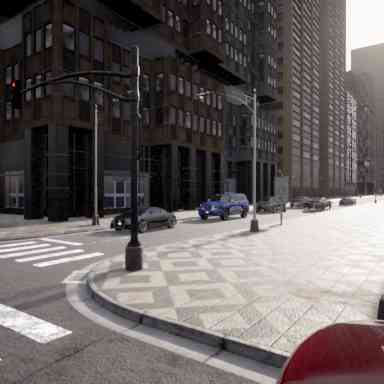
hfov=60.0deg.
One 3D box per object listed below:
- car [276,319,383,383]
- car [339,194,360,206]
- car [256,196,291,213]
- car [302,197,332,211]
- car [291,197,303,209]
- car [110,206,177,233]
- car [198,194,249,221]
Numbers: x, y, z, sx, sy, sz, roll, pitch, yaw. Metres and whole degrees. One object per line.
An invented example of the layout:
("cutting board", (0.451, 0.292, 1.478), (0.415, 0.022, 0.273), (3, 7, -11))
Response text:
("car", (2.680, 1.315, 1.049), (5.009, 1.841, 2.192), (0, 0, 35))
("car", (25.009, 1.430, 53.295), (1.994, 1.385, 4.181), (0, 0, 35))
("car", (8.370, 1.270, 35.269), (2.097, 1.767, 4.553), (0, 0, 35))
("car", (15.105, 1.400, 39.273), (2.128, 1.511, 4.902), (0, 0, 35))
("car", (14.352, 1.386, 43.676), (2.128, 1.511, 4.902), (0, 0, 35))
("car", (-2.749, 1.525, 19.546), (1.994, 1.385, 4.181), (0, 0, 35))
("car", (2.735, 1.161, 27.312), (2.150, 2.045, 5.566), (0, 0, 35))
